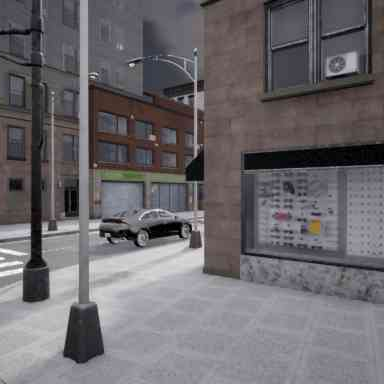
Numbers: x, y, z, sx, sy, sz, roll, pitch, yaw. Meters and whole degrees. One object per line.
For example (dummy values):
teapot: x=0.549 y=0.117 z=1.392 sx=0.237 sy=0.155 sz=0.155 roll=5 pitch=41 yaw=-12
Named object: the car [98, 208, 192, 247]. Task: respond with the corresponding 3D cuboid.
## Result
car: x=-1.886 y=1.459 z=14.956 sx=2.128 sy=1.511 sz=4.902 roll=0 pitch=0 yaw=35
